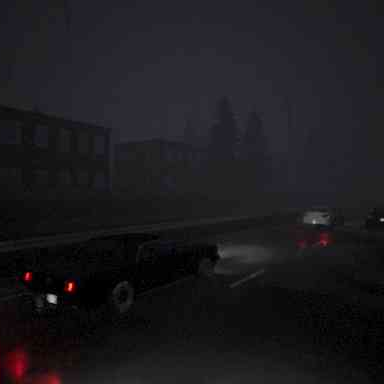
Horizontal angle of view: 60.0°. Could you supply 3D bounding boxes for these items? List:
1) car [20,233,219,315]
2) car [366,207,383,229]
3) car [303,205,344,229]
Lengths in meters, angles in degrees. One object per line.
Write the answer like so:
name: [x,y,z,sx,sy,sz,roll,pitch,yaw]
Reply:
car: [-1.242,1.631,7.787,1.895,1.301,4.718,0,0,35]
car: [12.469,1.645,21.377,1.994,1.385,4.181,0,0,35]
car: [8.794,1.610,22.213,1.812,1.442,4.674,0,0,35]
